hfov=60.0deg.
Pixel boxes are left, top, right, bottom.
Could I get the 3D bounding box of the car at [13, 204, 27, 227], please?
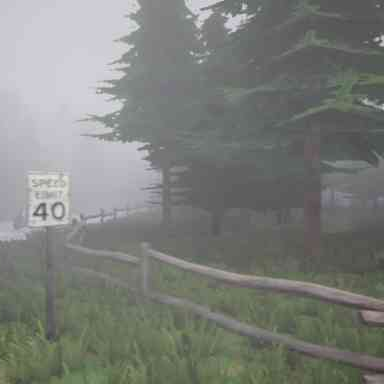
[{"bbox_3d":[-10.283,1.553,23.121,2.097,1.767,4.553,0,0,3],"label":"car"}]
